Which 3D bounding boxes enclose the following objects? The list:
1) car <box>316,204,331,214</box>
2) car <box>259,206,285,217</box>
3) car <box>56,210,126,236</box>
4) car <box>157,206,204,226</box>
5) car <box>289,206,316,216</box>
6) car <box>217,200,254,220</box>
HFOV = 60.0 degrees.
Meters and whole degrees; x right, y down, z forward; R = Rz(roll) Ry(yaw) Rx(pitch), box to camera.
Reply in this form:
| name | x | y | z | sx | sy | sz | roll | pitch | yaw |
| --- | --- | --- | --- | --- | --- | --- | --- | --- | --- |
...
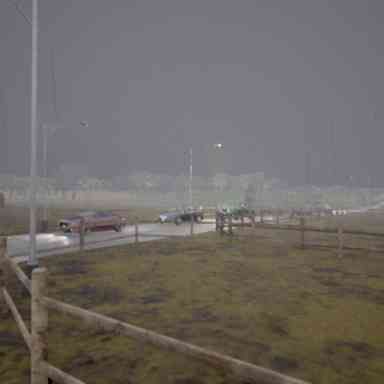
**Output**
| name | x | y | z | sx | sy | sz | roll | pitch | yaw |
| --- | --- | --- | --- | --- | --- | --- | --- | --- | --- |
| car | 21.689 | 2.773 | 55.009 | 2.097 | 1.767 | 4.553 | 1 | -1 | 37 |
| car | 10.728 | 2.558 | 44.415 | 1.895 | 1.301 | 4.718 | 1 | -1 | 36 |
| car | -6.112 | 1.824 | 20.463 | 1.994 | 1.385 | 4.181 | 1 | -1 | 36 |
| car | -0.864 | 1.950 | 27.941 | 2.128 | 1.511 | 4.902 | 1 | -1 | 35 |
| car | 14.960 | 2.691 | 45.399 | 1.895 | 1.301 | 4.718 | 1 | -1 | 35 |
| car | 4.843 | 1.915 | 36.072 | 2.150 | 2.045 | 5.566 | 1 | -1 | 35 |
